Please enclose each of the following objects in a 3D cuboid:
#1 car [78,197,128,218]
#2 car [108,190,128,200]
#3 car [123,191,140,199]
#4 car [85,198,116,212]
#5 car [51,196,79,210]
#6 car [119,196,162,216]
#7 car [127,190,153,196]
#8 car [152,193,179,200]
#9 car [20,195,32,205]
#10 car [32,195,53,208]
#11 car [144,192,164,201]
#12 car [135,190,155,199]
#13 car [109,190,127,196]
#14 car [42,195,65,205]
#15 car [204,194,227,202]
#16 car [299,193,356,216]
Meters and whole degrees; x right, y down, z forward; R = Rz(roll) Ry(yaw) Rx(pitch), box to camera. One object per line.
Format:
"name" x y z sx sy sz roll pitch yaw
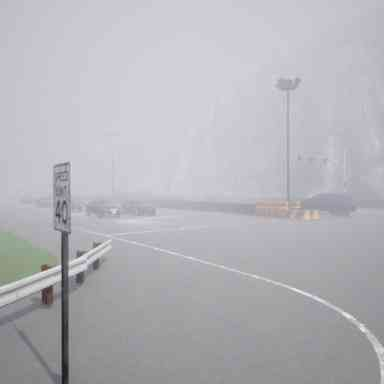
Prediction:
"car" -8.044 1.424 29.816 2.128 1.511 4.902 0 0 -38
"car" -16.870 0.661 75.295 2.150 2.045 5.566 0 1 -38
"car" -14.086 0.741 77.416 2.097 1.767 4.553 0 1 -38
"car" -10.708 1.449 38.857 1.994 1.385 4.181 0 0 -38
"car" -13.770 1.491 37.093 1.895 1.301 4.718 0 0 -38
"car" -5.229 1.430 31.898 1.837 1.490 4.892 0 0 -38
"car" -10.379 0.831 67.162 2.150 2.045 5.566 0 1 -38
"car" -3.938 1.304 53.247 1.837 1.490 4.892 0 0 -38
"car" -25.715 1.213 52.424 1.812 1.442 4.674 0 1 -37
"car" -19.485 1.318 44.406 1.837 1.490 4.892 0 1 -38
"car" -7.921 0.951 69.536 2.097 1.767 4.553 0 1 -38
"car" -11.364 0.646 79.616 2.150 2.045 5.566 0 1 -38
"car" -14.534 0.806 66.797 2.150 2.045 5.566 0 1 -38
"car" -22.497 1.237 53.983 2.033 1.411 5.357 0 1 -38
"car" 4.118 1.129 59.990 2.097 1.767 4.553 0 1 -38
"car" 12.796 1.152 32.017 2.150 2.045 5.566 0 0 -38
